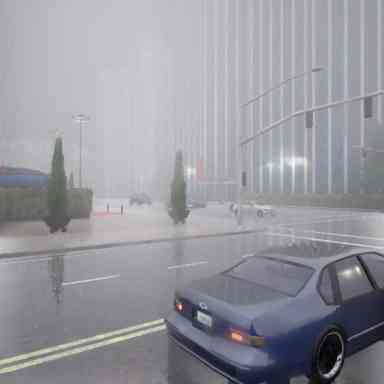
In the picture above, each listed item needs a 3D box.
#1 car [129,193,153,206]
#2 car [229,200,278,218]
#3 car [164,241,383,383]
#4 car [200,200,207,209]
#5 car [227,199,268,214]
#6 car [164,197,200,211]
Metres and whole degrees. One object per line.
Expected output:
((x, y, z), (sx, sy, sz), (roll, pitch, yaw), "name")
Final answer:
((-8.821, 1.223, 56.954), (2.150, 2.045, 5.566), (0, 0, -35), "car")
((5.755, 1.526, 30.845), (1.812, 1.442, 4.674), (0, 0, -36), "car")
((2.203, 1.547, 5.375), (5.357, 1.411, 2.033), (0, 0, -35), "car")
((-0.004, 1.478, 44.708), (1.882, 1.535, 5.008), (0, 0, -36), "car")
((6.029, 1.564, 36.386), (1.994, 1.385, 4.181), (0, 0, -36), "car")
((-1.598, 1.492, 40.945), (2.128, 1.511, 4.902), (0, 0, -36), "car")
